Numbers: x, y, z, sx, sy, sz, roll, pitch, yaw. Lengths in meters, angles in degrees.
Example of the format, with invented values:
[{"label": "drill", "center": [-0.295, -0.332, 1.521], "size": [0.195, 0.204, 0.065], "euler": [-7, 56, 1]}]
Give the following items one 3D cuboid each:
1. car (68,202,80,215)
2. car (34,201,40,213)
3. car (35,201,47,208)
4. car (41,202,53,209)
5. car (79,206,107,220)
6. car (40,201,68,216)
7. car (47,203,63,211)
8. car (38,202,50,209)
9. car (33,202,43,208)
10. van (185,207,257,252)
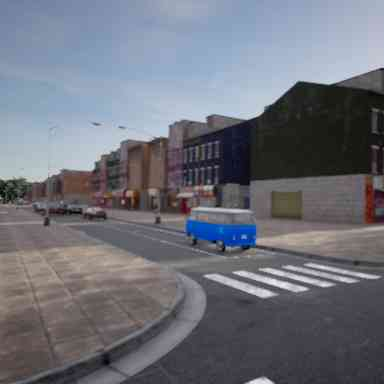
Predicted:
[{"label": "car", "center": [-15.388, 2.322, 43.408], "size": [1.947, 1.339, 4.313], "euler": [2, -2, -30]}, {"label": "car", "center": [-22.434, 2.370, 50.227], "size": [2.033, 1.411, 5.357], "euler": [2, -2, -30]}, {"label": "car", "center": [-34.727, 2.859, 76.426], "size": [1.967, 1.590, 4.097], "euler": [2, -2, -30]}, {"label": "car", "center": [-29.288, 2.747, 67.138], "size": [1.752, 1.417, 4.829], "euler": [2, -2, -30]}, {"label": "car", "center": [-9.863, 2.171, 33.974], "size": [1.802, 1.307, 4.206], "euler": [2, -2, -30]}, {"label": "car", "center": [-17.394, 2.016, 41.740], "size": [2.097, 1.767, 4.553], "euler": [2, -2, -30]}, {"label": "car", "center": [-23.677, 2.571, 57.558], "size": [1.887, 1.381, 4.507], "euler": [2, -2, -30]}, {"label": "car", "center": [-31.967, 2.900, 71.706], "size": [1.802, 1.307, 4.206], "euler": [2, -2, -30]}, {"label": "car", "center": [-37.493, 3.104, 81.138], "size": [1.802, 1.307, 4.206], "euler": [2, -2, -30]}, {"label": "van", "center": [1.194, 1.626, 15.113], "size": [1.690, 1.788, 3.998], "euler": [2, -2, -30]}]
